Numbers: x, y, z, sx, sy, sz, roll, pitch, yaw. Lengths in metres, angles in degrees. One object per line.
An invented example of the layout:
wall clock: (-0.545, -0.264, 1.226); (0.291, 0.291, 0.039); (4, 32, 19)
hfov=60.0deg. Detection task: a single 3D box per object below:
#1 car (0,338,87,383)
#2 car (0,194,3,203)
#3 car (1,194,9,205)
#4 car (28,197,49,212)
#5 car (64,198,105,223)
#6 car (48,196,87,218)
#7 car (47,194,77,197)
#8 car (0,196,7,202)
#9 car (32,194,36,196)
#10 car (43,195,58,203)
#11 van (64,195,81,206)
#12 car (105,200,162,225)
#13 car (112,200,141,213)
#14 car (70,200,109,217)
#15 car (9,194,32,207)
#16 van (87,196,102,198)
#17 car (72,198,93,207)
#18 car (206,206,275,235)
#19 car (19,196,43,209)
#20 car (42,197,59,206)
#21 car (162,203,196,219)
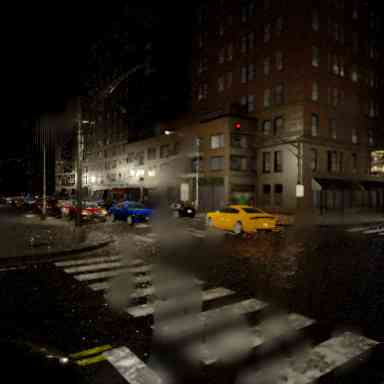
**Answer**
car: (-2.824, 1.520, 1.502); (4.674, 1.442, 1.812); (0, 0, -38)
car: (-39.683, 1.596, 70.173); (1.887, 1.381, 4.507); (1, 0, -35)
car: (-33.329, 1.590, 61.167); (2.008, 1.369, 4.403); (1, 0, -35)
car: (-17.444, 1.600, 38.653); (1.802, 1.307, 4.206); (1, 0, -35)
car: (-7.912, 1.458, 25.145); (1.967, 1.590, 4.097); (1, 0, -35)
car: (-11.089, 1.457, 29.648); (1.967, 1.590, 4.097); (1, 0, -35)
car: (-16.300, 1.260, 41.462); (2.150, 2.045, 5.566); (1, 0, -35)
car: (-42.860, 1.639, 74.676); (1.802, 1.307, 4.206); (1, 0, -35)
car: (-36.302, 1.562, 79.304); (1.967, 1.590, 4.097); (1, 0, -35)
car: (-29.948, 1.550, 70.297); (1.967, 1.590, 4.097); (0, 0, -35)
van: (-20.416, 1.434, 56.789); (1.690, 1.788, 3.998); (0, 0, -35)
car: (-4.450, 1.517, 24.636); (1.882, 1.535, 5.008); (1, 0, -35)
car: (-7.710, 1.663, 38.777); (1.802, 1.307, 4.206); (1, 0, -35)
car: (-10.155, 1.585, 32.724); (2.033, 1.411, 5.357); (1, 0, -35)
car: (-26.974, 1.468, 52.162); (1.967, 1.590, 4.097); (1, 0, -35)
van: (-14.062, 1.426, 47.783); (1.690, 1.788, 3.998); (1, 0, -35)
car: (-17.241, 1.639, 52.285); (2.008, 1.369, 4.403); (1, 0, -35)
car: (2.653, 1.541, 19.446); (1.882, 1.535, 5.008); (3, -1, -28)
car: (-20.621, 1.571, 43.156); (2.008, 1.369, 4.403); (1, 0, -35)
car: (-25.013, 1.640, 58.730); (1.994, 1.385, 4.181); (1, 0, -35)
car: (-1.356, 1.649, 29.770); (1.947, 1.339, 4.313); (1, 0, -35)
